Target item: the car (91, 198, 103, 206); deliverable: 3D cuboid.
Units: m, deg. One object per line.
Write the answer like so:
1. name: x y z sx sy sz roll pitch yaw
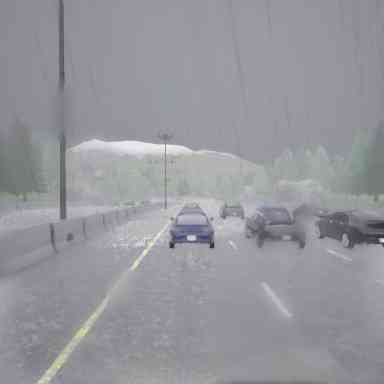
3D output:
1. car: -20.999 2.292 74.031 2.097 1.767 4.553 0 -2 0

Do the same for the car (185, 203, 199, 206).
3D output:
1. car: 0.000 1.693 29.605 1.994 1.385 4.181 0 -1 0

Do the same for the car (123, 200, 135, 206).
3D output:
1. car: -13.999 2.414 73.997 1.882 1.535 5.008 0 -2 0

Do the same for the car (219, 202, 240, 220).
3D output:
1. car: 3.500 1.616 29.604 2.128 1.511 4.902 0 -1 0

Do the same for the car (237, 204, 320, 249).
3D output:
1. car: 3.500 1.508 14.591 2.128 1.511 4.902 0 0 0

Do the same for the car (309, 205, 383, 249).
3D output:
1. car: 7.000 1.529 14.591 1.837 1.490 4.892 0 0 0

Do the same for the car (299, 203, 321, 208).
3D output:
1. car: 10.500 1.685 29.604 2.033 1.411 5.357 0 -1 0

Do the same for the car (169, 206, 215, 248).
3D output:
1. car: 0.000 1.546 14.591 1.812 1.442 4.674 0 0 0

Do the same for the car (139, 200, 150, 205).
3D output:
1. car: -10.499 2.476 73.996 2.033 1.411 5.357 0 -2 0

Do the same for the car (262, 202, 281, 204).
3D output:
1. car: 7.000 1.606 29.605 1.882 1.535 5.008 0 -1 0

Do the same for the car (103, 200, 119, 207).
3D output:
1. car: -17.499 2.461 73.996 2.128 1.511 4.902 0 -2 0
